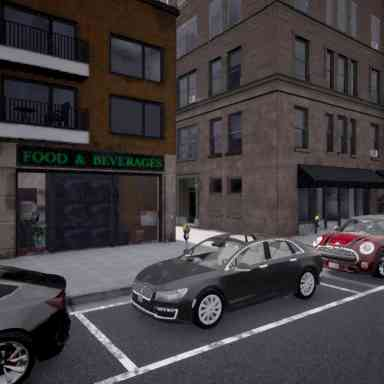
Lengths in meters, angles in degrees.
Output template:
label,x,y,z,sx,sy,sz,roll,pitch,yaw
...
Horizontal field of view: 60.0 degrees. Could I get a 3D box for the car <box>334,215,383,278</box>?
label,x,y,z,sx,sy,sz,roll,pitch,yaw
car,5.406,1.442,10.037,4.097,1.590,1.967,0,0,-35

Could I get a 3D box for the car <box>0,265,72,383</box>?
label,x,y,z,sx,sy,sz,roll,pitch,yaw
car,-3.585,1.566,3.635,4.313,1.339,1.947,0,0,-35

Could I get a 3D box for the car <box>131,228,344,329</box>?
label,x,y,z,sx,sy,sz,roll,pitch,yaw
car,0.910,1.551,6.836,4.403,1.369,2.008,0,0,-35
